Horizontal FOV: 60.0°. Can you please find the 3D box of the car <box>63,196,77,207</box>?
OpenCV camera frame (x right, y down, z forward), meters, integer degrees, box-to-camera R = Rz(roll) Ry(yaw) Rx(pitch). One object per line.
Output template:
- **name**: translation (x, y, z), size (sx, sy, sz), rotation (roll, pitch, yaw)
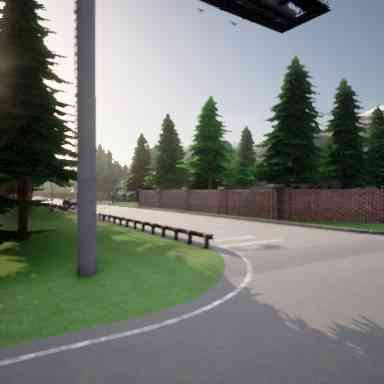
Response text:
- **car**: translation (-14.961, 1.246, 41.896), size (2.033, 1.411, 5.357), rotation (0, 0, -31)
